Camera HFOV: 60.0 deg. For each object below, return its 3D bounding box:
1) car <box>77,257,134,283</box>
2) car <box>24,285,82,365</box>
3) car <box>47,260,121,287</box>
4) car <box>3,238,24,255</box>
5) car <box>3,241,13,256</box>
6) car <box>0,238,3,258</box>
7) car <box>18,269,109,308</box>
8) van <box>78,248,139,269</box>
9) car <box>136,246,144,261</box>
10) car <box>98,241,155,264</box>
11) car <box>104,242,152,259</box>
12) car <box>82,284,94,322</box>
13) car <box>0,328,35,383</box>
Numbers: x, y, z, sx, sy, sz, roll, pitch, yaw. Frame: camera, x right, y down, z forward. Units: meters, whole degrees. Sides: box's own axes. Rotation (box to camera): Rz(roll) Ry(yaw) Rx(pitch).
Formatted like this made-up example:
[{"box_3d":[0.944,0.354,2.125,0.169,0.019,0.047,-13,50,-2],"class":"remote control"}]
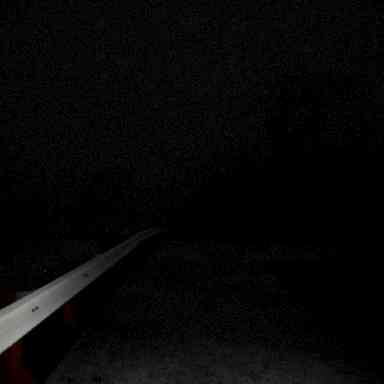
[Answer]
[{"box_3d":[-6.928,5.773,23.360,4.892,1.521,2.231,2,-4,-20],"class":"car"},{"box_3d":[-6.859,4.668,11.333,5.566,2.045,2.435,2,-5,-20],"class":"car"},{"box_3d":[-6.960,5.433,20.356,4.553,1.767,2.185,2,-5,-20],"class":"car"},{"box_3d":[-23.976,6.798,41.432,5.566,2.045,2.435,1,-4,-20],"class":"car"},{"box_3d":[-23.923,6.872,38.502,4.792,1.488,2.163,1,-5,-20],"class":"car"},{"box_3d":[-23.908,6.383,35.563,5.566,2.045,2.435,1,-5,-20],"class":"car"},{"box_3d":[-6.940,5.219,17.335,4.553,1.767,2.185,2,-5,-20],"class":"car"},{"box_3d":[-6.837,5.765,26.437,4.442,1.987,1.878,2,-5,-20],"class":"van"},{"box_3d":[-6.924,6.074,29.405,4.553,1.767,2.185,2,-4,-20],"class":"car"},{"box_3d":[-6.959,6.376,35.457,5.566,2.045,2.435,2,-5,-20],"class":"car"},{"box_3d":[-6.988,6.159,32.404,5.566,2.045,2.435,2,-4,-20],"class":"car"},{"box_3d":[-6.932,5.160,14.307,4.792,1.488,2.163,2,-4,-20],"class":"car"},{"box_3d":[-7.051,4.693,8.223,5.366,1.575,1.946,2,-4,-20],"class":"car"}]
